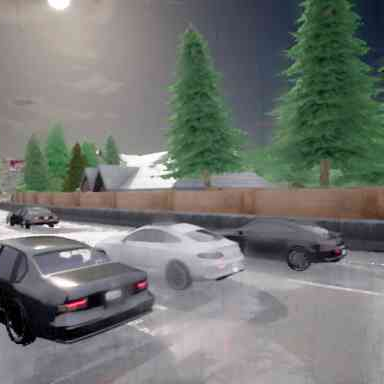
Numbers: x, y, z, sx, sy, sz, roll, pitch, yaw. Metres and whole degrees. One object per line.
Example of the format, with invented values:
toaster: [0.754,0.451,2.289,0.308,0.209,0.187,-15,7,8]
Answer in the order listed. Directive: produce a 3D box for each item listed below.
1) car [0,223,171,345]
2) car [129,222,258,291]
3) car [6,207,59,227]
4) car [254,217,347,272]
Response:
car: [-3.126,1.595,6.490,5.357,1.411,2.033,-1,0,38]
car: [-0.805,1.574,9.154,4.674,1.442,1.812,-1,0,38]
car: [-11.021,1.718,22.865,2.033,1.411,5.357,0,0,-45]
car: [2.551,1.564,10.972,4.674,1.442,1.812,-1,0,37]
